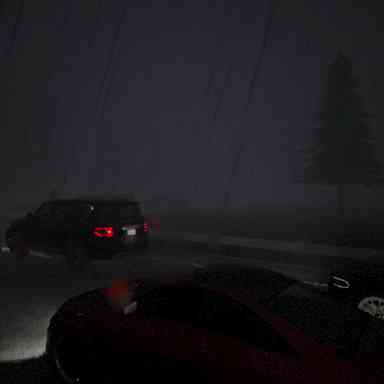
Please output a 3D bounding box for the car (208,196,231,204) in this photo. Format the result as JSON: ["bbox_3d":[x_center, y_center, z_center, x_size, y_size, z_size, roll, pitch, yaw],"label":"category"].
[{"bbox_3d":[5.313,1.508,63.187,2.128,1.511,4.902,0,0,37],"label":"car"}]

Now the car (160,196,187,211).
[{"bbox_3d":[-2.426,1.577,40.812,1.994,1.385,4.181,0,0,36],"label":"car"}]

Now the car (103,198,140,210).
[{"bbox_3d":[-9.168,1.542,43.447,1.812,1.442,4.674,0,0,36],"label":"car"}]

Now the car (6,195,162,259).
[{"bbox_3d":[-3.901,1.228,11.032,5.566,2.045,2.150,0,0,36],"label":"car"}]

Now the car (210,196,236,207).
[{"bbox_3d":[5.004,1.576,50.975,1.994,1.385,4.181,0,0,36],"label":"car"}]

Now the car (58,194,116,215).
[{"bbox_3d":[-10.942,1.237,35.082,2.150,2.045,5.566,0,0,36],"label":"car"}]

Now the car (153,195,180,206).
[{"bbox_3d":[-4.191,1.369,56.190,2.097,1.767,4.553,0,0,36],"label":"car"}]

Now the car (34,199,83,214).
[{"bbox_3d":[-14.457,1.542,36.202,1.812,1.442,4.674,0,0,36],"label":"car"}]

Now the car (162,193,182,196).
[{"bbox_3d":[-3.591,1.233,51.085,2.150,2.045,5.566,0,1,36],"label":"car"}]

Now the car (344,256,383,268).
[{"bbox_3d":[4.701,1.477,4.936,5.008,1.535,1.882,0,0,35],"label":"car"}]

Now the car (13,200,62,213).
[{"bbox_3d":[-17.507,1.619,37.961,1.895,1.301,4.718,0,0,36],"label":"car"}]

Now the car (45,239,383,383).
[{"bbox_3d":[0.178,1.565,3.859,4.181,1.385,1.994,0,0,35],"label":"car"}]
